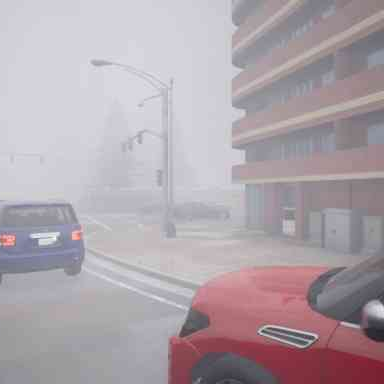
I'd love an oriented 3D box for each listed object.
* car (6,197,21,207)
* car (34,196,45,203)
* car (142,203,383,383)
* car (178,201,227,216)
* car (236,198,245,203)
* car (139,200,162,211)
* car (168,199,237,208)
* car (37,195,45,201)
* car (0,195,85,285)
[{"bbox_3d":[-28.888,1.525,53.891,1.812,1.442,4.674,0,0,-23],"label":"car"},{"bbox_3d":[-33.326,1.540,72.936,2.033,1.411,5.357,0,0,-23],"label":"car"},{"bbox_3d":[2.408,1.221,2.408,5.566,2.045,2.150,0,0,36],"label":"car"},{"bbox_3d":[1.101,1.656,34.202,4.718,1.301,1.895,0,0,-23],"label":"car"},{"bbox_3d":[5.158,1.533,39.694,5.008,1.535,1.882,0,0,-23],"label":"car"},{"bbox_3d":[-3.360,1.581,36.109,4.674,1.442,1.812,0,0,-23],"label":"car"},{"bbox_3d":[0.693,1.547,26.226,4.902,1.511,2.128,0,0,-23],"label":"car"},{"bbox_3d":[-37.369,1.478,82.403,1.882,1.535,5.008,0,0,-23],"label":"car"},{"bbox_3d":[-4.908,1.221,9.748,2.150,2.045,5.566,0,0,-36],"label":"car"}]
